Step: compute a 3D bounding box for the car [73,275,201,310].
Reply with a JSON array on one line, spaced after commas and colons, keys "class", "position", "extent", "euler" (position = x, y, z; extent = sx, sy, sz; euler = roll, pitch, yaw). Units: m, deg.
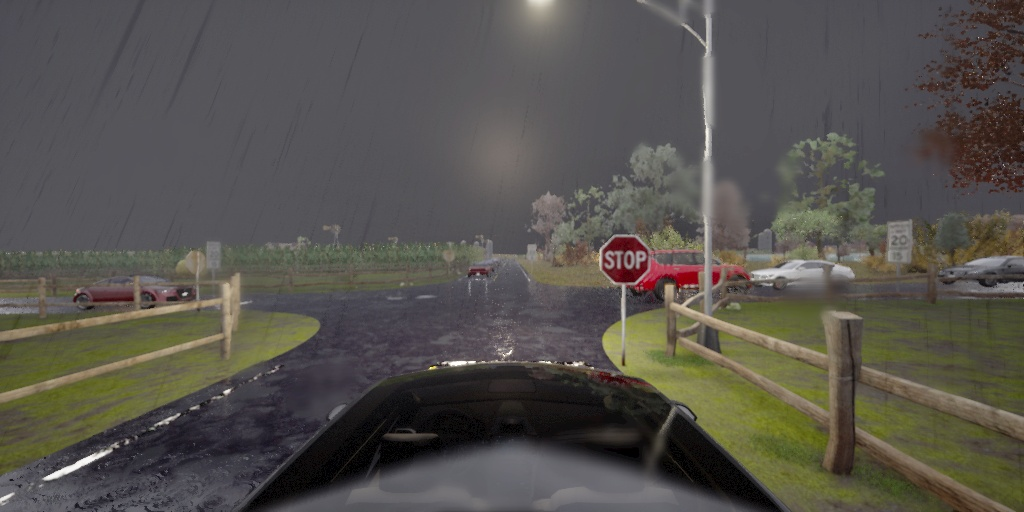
[{"class": "car", "position": [-16.358, 1.530, 15.763], "extent": [4.181, 1.385, 1.994], "euler": [-1, 0, 0]}]

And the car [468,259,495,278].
[{"class": "car", "position": [-2.875, 1.220, 32.519], "extent": [1.895, 1.301, 4.718], "euler": [0, 0, 0]}]

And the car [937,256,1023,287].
[{"class": "car", "position": [24.403, 0.741, 17.987], "extent": [4.674, 1.442, 1.812], "euler": [-1, 0, 1]}]

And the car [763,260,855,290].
[{"class": "car", "position": [14.534, 0.913, 18.165], "extent": [4.674, 1.442, 1.812], "euler": [-1, 0, 1]}]

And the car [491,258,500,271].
[{"class": "car", "position": [-2.890, 1.129, 42.171], "extent": [2.033, 1.411, 5.357], "euler": [0, 0, 0]}]

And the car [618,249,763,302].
[{"class": "car", "position": [7.352, 0.752, 15.405], "extent": [5.566, 2.045, 2.150], "euler": [-1, -1, -12]}]
